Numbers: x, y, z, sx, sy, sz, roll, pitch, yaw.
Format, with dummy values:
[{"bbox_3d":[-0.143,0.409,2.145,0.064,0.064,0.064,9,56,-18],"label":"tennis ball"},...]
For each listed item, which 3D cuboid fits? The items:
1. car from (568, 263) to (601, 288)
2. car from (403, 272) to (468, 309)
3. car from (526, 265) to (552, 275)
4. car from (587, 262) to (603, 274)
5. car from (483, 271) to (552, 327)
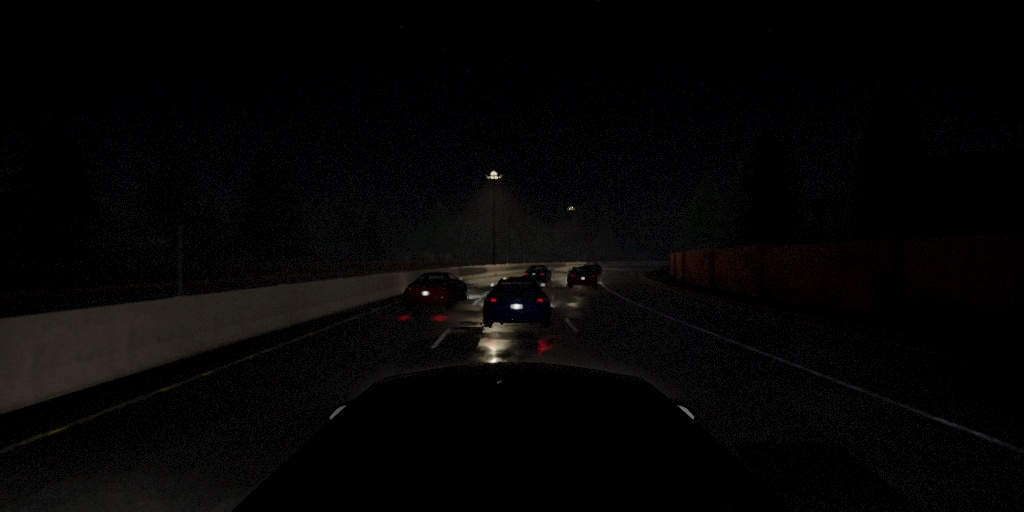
[{"bbox_3d":[4.958,1.440,25.376,1.994,1.385,4.181,0,0,9],"label":"car"},{"bbox_3d":[-3.159,1.388,15.521,1.994,1.385,4.181,0,0,3],"label":"car"},{"bbox_3d":[2.207,1.448,29.984,2.033,1.411,5.357,0,0,12],"label":"car"},{"bbox_3d":[9.525,1.458,42.242,2.128,1.511,4.902,0,0,21],"label":"car"},{"bbox_3d":[0.187,1.368,11.838,1.994,1.385,4.181,0,0,2],"label":"car"}]
